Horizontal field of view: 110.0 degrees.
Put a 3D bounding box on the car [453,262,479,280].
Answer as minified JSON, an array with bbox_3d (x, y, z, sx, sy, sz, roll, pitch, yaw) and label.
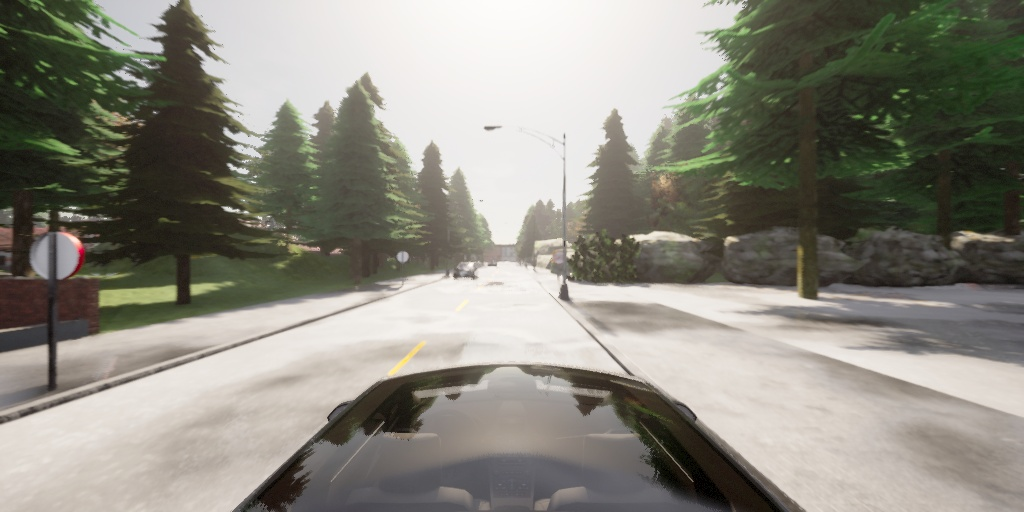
[{"bbox_3d":[-4.098,1.339,32.398,2.128,1.511,4.902,0,0,0],"label":"car"}]
